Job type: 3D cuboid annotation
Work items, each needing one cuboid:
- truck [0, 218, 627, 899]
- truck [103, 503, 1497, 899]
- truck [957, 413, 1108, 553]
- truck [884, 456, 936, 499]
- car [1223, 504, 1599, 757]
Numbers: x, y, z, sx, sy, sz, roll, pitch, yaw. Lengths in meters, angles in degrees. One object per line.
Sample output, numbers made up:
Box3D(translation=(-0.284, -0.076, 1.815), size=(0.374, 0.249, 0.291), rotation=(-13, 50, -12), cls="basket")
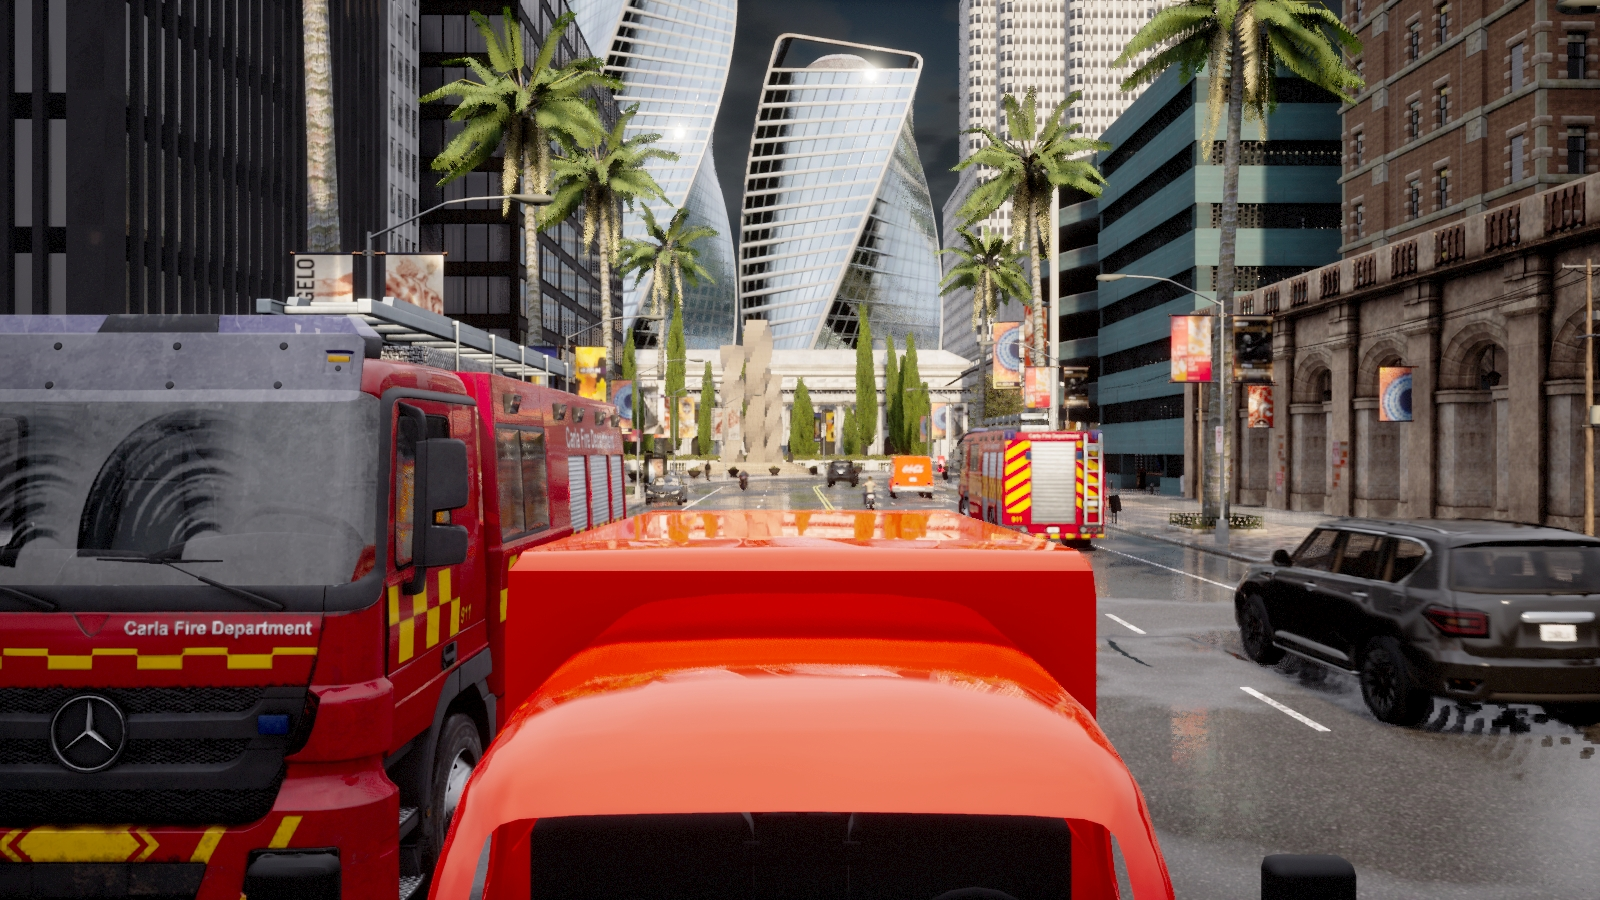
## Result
Box3D(translation=(-3.491, 0.895, 9.272), size=(2.891, 3.827, 8.468), rotation=(0, 0, 0), cls="truck")
Box3D(translation=(-0.001, 1.571, 4.755), size=(2.627, 2.467, 5.204), rotation=(0, 0, 0), cls="truck")
Box3D(translation=(6.921, 0.903, 35.406), size=(2.891, 3.827, 8.468), rotation=(0, 0, 0), cls="truck")
Box3D(translation=(6.538, 1.593, 68.550), size=(2.627, 2.467, 5.204), rotation=(0, 0, 0), cls="truck")
Box3D(translation=(7.003, 1.785, 13.235), size=(2.150, 2.045, 5.566), rotation=(0, 0, 0), cls="car")
